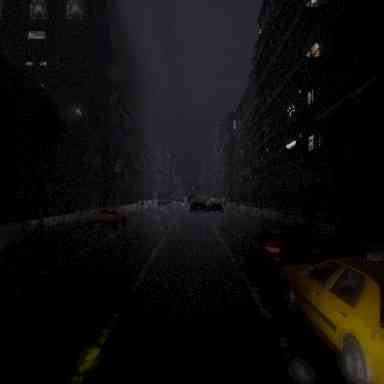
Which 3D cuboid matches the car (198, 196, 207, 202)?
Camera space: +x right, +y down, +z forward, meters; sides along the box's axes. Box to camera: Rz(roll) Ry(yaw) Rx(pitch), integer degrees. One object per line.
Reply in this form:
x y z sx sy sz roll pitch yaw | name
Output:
2.584 1.754 82.115 1.887 1.381 4.507 1 0 0 | car

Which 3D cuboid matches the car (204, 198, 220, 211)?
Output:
2.585 1.592 43.571 1.752 1.417 4.829 1 0 0 | car

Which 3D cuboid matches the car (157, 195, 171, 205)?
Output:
-5.296 1.645 59.884 1.752 1.417 4.829 2 0 0 | car

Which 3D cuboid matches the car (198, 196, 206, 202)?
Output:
2.583 1.781 87.645 1.887 1.381 4.507 1 0 0 | car

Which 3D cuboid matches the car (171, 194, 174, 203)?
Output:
-5.290 1.455 65.587 2.192 1.841 5.009 2 0 0 | car

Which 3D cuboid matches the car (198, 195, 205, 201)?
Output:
2.593 1.706 93.177 1.967 1.590 4.097 1 0 0 | car

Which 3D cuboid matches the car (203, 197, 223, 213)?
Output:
2.584 1.597 37.869 1.887 1.381 4.507 1 0 0 | car

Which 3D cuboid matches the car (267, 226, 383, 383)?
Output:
2.586 1.527 4.860 1.752 1.417 4.829 2 0 0 | car

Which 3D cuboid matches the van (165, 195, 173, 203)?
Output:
-5.291 1.525 76.645 1.690 1.788 3.998 2 0 0 | van

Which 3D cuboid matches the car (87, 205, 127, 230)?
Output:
-5.294 1.544 21.177 1.752 1.417 4.829 2 0 0 | car

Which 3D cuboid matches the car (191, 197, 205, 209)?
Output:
0.825 1.560 48.539 1.882 1.535 5.008 0 0 0 | car

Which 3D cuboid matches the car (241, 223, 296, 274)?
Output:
2.584 1.588 10.219 1.802 1.307 4.206 1 0 0 | car

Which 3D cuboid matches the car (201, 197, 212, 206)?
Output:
2.584 1.665 59.991 1.887 1.381 4.507 1 0 0 | car

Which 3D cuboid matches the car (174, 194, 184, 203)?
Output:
-2.751 1.691 75.993 1.994 1.385 4.181 0 0 0 | car

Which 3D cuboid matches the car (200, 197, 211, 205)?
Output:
2.583 1.691 65.523 2.008 1.369 4.403 1 0 0 | car

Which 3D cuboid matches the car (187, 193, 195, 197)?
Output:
-0.001 1.305 74.289 2.150 2.045 5.566 0 0 0 | car

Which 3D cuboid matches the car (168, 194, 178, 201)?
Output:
-5.292 1.581 93.238 2.192 1.841 5.009 1 0 0 | car

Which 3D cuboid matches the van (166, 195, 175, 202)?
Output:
-5.292 1.551 82.177 1.690 1.788 3.998 1 0 0 | van

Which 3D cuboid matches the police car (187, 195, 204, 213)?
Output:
0.709 1.480 38.644 1.930 1.638 5.238 0 0 0 | police car
